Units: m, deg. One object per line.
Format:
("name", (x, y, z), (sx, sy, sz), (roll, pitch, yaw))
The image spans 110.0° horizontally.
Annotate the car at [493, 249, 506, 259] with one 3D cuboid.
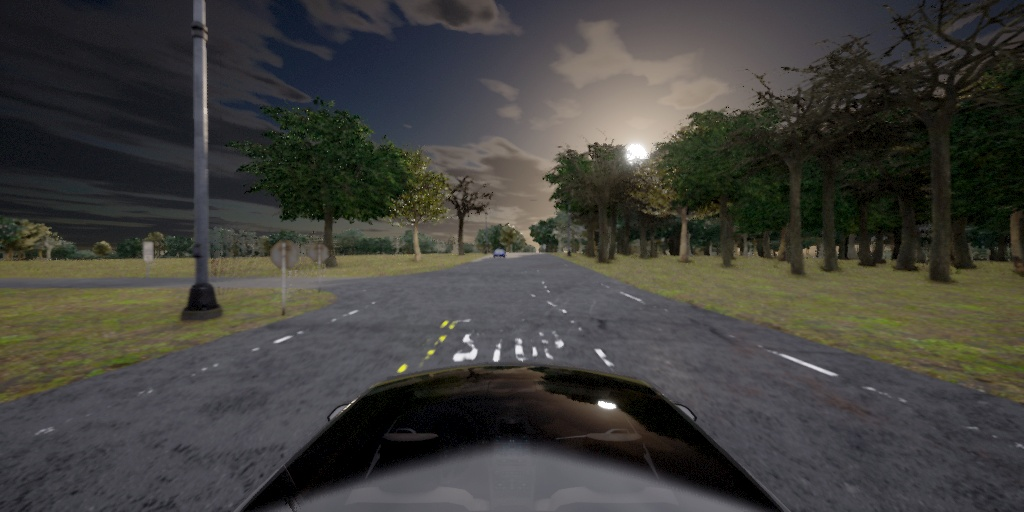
("car", (-2.070, -0.389, 59.586), (1.882, 1.535, 5.008), (0, 2, 2))
